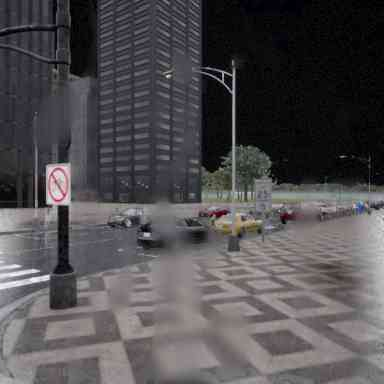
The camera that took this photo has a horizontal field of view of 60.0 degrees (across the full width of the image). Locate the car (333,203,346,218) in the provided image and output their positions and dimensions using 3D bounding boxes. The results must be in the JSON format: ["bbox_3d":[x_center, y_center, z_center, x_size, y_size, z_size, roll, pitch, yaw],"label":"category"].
[{"bbox_3d":[15.800,2.246,37.874,1.802,1.307,4.206,-1,-2,36],"label":"car"}]

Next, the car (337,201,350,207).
[{"bbox_3d":[38.346,3.038,84.179,2.008,1.369,4.403,-1,-1,35],"label":"car"}]

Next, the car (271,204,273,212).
[{"bbox_3d":[8.858,2.210,42.824,2.008,1.369,4.403,-1,-2,35],"label":"car"}]

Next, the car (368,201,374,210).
[{"bbox_3d":[28.903,2.592,56.251,2.008,1.369,4.403,-1,-2,35],"label":"car"}]

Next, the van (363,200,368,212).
[{"bbox_3d":[25.625,2.290,51.660,1.690,1.788,3.998,-1,-2,35],"label":"van"}]

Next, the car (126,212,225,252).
[{"bbox_3d":[-0.585,1.775,14.893,1.947,1.339,4.313,-1,-2,35],"label":"car"}]

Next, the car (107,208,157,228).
[{"bbox_3d":[-4.245,1.842,24.443,2.008,1.369,4.403,-1,-1,35],"label":"car"}]

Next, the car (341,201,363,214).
[{"bbox_3d":[22.349,2.295,47.063,1.967,1.590,4.097,-1,-2,35],"label":"car"}]

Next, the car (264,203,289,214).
[{"bbox_3d":[12.134,2.306,47.418,2.008,1.369,4.403,-1,-2,35],"label":"car"}]

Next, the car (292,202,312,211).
[{"bbox_3d":[18.687,2.494,56.609,2.008,1.369,4.403,-1,-2,35],"label":"car"}]

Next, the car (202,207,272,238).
[{"bbox_3d":[2.789,1.824,19.627,1.752,1.417,4.829,-1,-2,35],"label":"car"}]

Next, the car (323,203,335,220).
[{"bbox_3d":[12.519,2.114,33.274,1.887,1.381,4.507,-1,-2,35],"label":"car"}]

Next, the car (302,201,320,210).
[{"bbox_3d":[21.963,2.477,61.206,1.967,1.590,4.097,-1,-2,35],"label":"car"}]

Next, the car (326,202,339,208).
[{"bbox_3d":[31.794,2.892,74.989,1.802,1.307,4.206,-1,-2,35],"label":"car"}]

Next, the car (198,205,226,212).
[{"bbox_3d":[2.307,2.016,33.634,1.887,1.381,4.507,-1,-2,35],"label":"car"}]

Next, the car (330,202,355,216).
[{"bbox_3d":[19.072,2.304,42.465,1.887,1.381,4.507,-1,-2,35],"label":"car"}]

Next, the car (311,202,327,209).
[{"bbox_3d":[25.240,2.673,65.799,1.887,1.381,4.507,-1,-2,35],"label":"car"}]

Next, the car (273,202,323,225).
[{"bbox_3d":[9.242,1.792,28.685,2.192,1.841,5.009,-1,-2,35],"label":"car"}]

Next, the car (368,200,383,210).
[{"bbox_3d":[35.455,2.540,65.447,2.192,1.841,5.009,-1,-2,35],"label":"car"}]
